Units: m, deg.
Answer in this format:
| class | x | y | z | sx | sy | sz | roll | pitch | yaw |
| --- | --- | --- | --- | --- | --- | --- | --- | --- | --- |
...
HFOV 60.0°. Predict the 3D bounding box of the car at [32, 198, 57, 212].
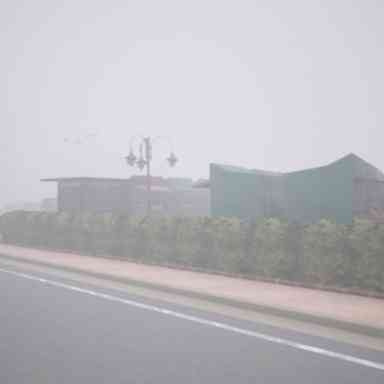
| class | x | y | z | sx | sy | sz | roll | pitch | yaw |
| --- | --- | --- | --- | --- | --- | --- | --- | --- | --- |
| car | -12.125 | 1.473 | 30.664 | 1.905 | 1.878 | 3.866 | -1 | 0 | 34 |
